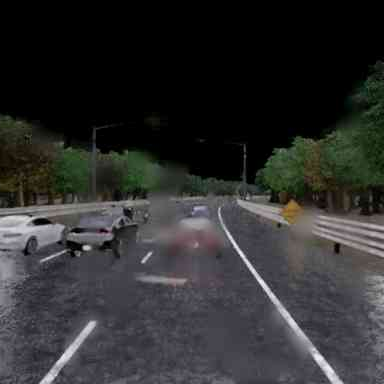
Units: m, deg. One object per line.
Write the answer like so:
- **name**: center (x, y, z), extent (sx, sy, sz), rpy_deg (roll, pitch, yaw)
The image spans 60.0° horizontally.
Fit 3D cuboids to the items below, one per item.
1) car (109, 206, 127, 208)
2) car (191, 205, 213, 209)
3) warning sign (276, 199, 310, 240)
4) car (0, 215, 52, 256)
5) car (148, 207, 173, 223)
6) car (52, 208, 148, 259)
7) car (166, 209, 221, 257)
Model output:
- **car**: center (-6.220, 1.846, 28.203), extent (1.994, 1.385, 4.181), rpy_deg (0, 0, 4)
- **car**: center (0.802, 1.808, 28.304), extent (1.812, 1.442, 4.674), rpy_deg (0, 0, 4)
- **warning sign**: center (4.778, 1.275, 15.811), extent (1.300, 1.860, 1.060), rpy_deg (0, -1, 2)
- **car**: center (-6.805, 1.664, 13.713), extent (1.812, 1.442, 4.674), rpy_deg (0, 0, 2)
- **car**: center (-2.737, 1.879, 27.835), extent (1.895, 1.301, 4.718), rpy_deg (0, -1, 4)
- **car**: center (-3.322, 1.627, 13.244), extent (2.128, 1.511, 4.902), rpy_deg (0, 0, 2)
- **car**: center (0.193, 1.663, 13.557), extent (1.812, 1.442, 4.674), rpy_deg (0, 0, 2)
